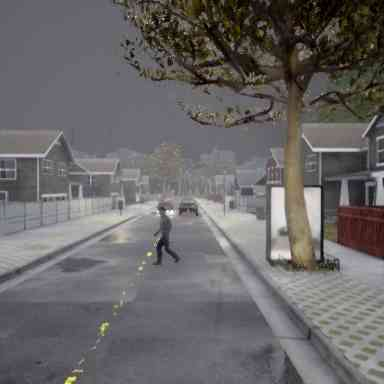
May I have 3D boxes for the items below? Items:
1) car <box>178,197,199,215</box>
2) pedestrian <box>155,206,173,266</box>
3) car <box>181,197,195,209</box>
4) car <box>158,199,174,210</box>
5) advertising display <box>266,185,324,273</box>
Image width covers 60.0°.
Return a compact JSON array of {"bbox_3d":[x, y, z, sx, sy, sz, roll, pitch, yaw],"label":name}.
[{"bbox_3d":[-0.348,1.497,33.314,1.837,1.490,4.892,0,0,-1],"label":"car"},{"bbox_3d":[-0.858,1.288,10.096,0.375,1.860,0.375,0,0,-9],"label":"pedestrian"},{"bbox_3d":[-0.519,1.504,46.112,1.837,1.490,4.892,0,0,-1],"label":"car"},{"bbox_3d":[-3.424,1.598,43.815,1.895,1.301,4.718,0,0,-1],"label":"car"},{"bbox_3d":[2.895,1.020,9.387,1.540,2.440,0.280,0,0,-1],"label":"advertising display"}]
